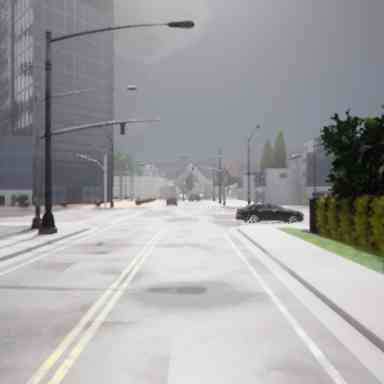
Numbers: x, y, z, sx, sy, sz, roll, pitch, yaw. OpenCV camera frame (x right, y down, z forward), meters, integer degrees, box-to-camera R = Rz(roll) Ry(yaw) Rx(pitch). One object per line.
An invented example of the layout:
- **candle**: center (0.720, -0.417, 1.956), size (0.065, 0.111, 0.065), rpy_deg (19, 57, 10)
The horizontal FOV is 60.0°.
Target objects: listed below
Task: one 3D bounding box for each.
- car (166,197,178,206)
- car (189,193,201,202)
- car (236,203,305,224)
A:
- **car**: center (-3.547, 1.594, 58.776), size (1.882, 1.535, 5.008), rpy_deg (0, 0, 1)
- **car**: center (0.743, 1.378, 83.599), size (2.150, 2.045, 5.566), rpy_deg (0, 0, 12)
- **car**: center (5.651, 1.555, 24.014), size (4.892, 1.490, 1.837), rpy_deg (0, -3, -3)
